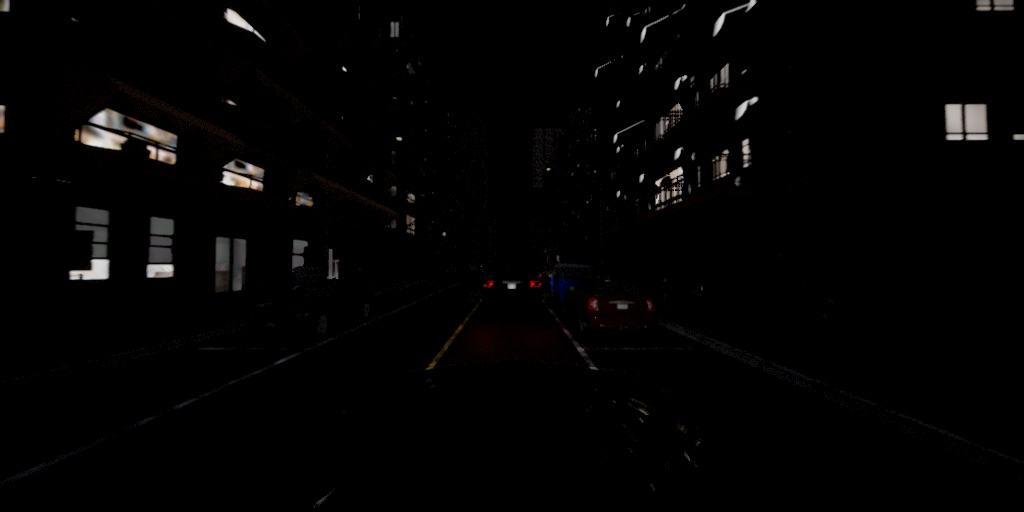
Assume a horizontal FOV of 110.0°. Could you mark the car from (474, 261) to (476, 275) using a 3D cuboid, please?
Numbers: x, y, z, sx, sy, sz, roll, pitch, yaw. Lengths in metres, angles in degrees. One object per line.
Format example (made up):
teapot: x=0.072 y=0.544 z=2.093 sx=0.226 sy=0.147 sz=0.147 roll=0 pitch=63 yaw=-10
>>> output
car: x=-5.698 y=1.769 z=49.269 sx=1.751 sy=1.417 sz=4.829 roll=0 pitch=0 yaw=0

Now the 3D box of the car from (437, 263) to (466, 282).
car: x=-5.695 y=1.625 z=32.817 sx=2.007 sy=1.370 sz=4.403 roll=0 pitch=0 yaw=0

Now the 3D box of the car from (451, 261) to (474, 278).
car: x=-5.696 y=1.446 z=38.358 sx=2.192 sy=1.841 sz=5.009 roll=0 pitch=0 yaw=0

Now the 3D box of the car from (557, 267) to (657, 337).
car: x=2.691 y=1.284 z=10.710 sx=1.967 sy=1.591 sz=4.097 roll=0 pitch=0 yaw=0

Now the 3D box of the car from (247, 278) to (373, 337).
car: x=-5.691 y=1.389 z=10.656 sx=1.888 sy=1.381 sz=4.507 roll=0 pitch=0 yaw=0

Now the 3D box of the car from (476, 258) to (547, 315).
car: x=0.010 y=1.108 z=14.465 sx=2.150 sy=2.045 sz=5.566 roll=0 pitch=0 yaw=0

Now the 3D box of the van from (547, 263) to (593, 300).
van: x=2.690 y=1.243 z=16.249 sx=1.690 sy=1.789 sz=3.998 roll=0 pitch=0 yaw=0
